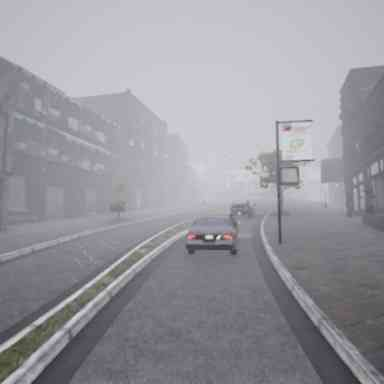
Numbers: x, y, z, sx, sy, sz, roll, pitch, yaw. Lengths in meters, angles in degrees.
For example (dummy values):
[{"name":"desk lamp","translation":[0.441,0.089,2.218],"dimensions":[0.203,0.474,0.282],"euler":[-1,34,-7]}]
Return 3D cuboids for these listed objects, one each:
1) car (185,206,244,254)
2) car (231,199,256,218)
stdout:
[{"name":"car","translation":[0.959,1.533,13.489],"dimensions":[2.033,1.411,5.357],"euler":[-1,0,9]},{"name":"car","translation":[4.485,1.410,29.225],"dimensions":[1.837,1.490,4.892],"euler":[-2,1,16]}]
